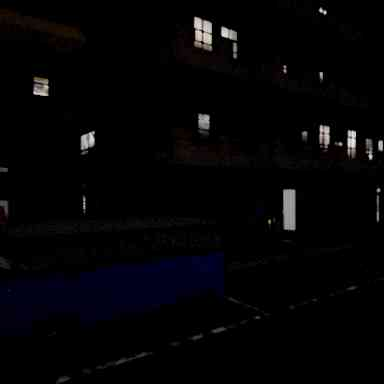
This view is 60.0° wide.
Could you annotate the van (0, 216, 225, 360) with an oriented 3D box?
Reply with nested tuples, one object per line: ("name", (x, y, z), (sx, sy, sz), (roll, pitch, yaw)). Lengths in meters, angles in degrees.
("van", (-1.298, 1.340, 5.642), (3.998, 1.788, 1.690), (0, 0, -35))
